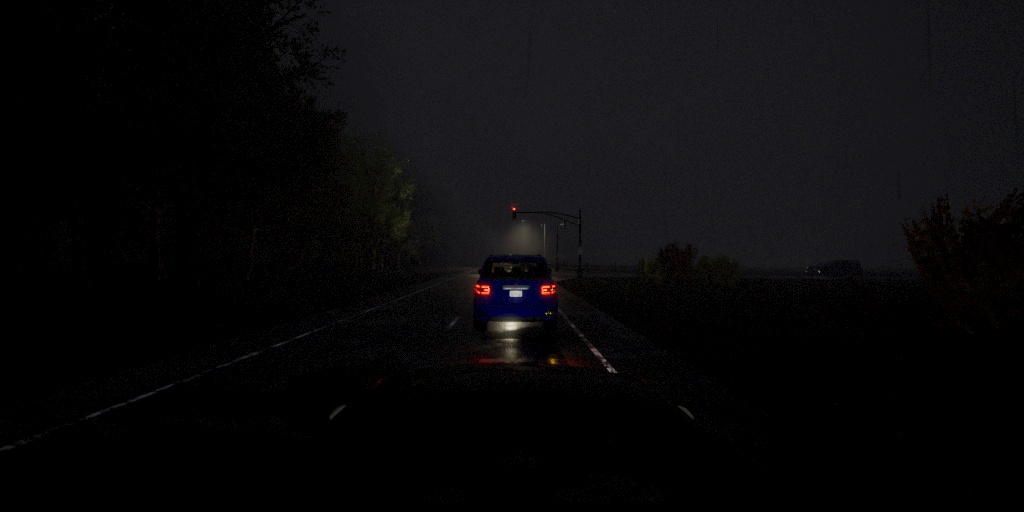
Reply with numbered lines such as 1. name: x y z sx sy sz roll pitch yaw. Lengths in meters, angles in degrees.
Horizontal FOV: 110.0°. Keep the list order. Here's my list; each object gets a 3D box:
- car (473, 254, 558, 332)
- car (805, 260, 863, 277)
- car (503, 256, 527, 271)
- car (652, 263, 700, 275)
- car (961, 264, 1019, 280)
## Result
1. car: 0.090 0.974 11.059 2.150 2.045 5.566 0 0 0
2. car: 38.001 1.444 42.328 5.566 2.045 2.150 1 -1 0
3. car: 0.335 0.977 52.412 2.150 2.045 5.566 -1 0 -13
4. car: 19.363 1.566 42.387 5.357 1.411 2.033 1 -1 0
5. car: 52.069 1.880 38.649 4.181 1.385 1.994 1 -1 1
